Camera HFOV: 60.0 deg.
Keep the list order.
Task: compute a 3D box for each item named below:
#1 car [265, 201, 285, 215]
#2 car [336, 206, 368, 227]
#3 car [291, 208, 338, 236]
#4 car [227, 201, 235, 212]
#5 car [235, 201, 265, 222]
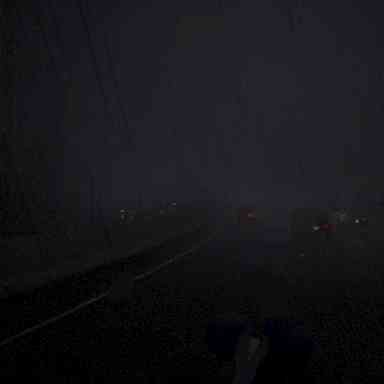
[{"bbox_3d":[9.040,1.722,36.974,2.128,1.511,4.902,0,0,3],"label":"car"},{"bbox_3d":[11.304,1.716,24.295,1.812,1.442,4.674,0,0,9],"label":"car"},{"bbox_3d":[6.810,1.660,19.216,1.812,1.442,4.674,0,0,12],"label":"car"},{"bbox_3d":[5.611,1.791,42.051,1.994,1.385,4.181,0,0,0],"label":"car"},{"bbox_3d":[4.746,1.635,27.920,1.882,1.535,5.008,0,0,8],"label":"car"}]
